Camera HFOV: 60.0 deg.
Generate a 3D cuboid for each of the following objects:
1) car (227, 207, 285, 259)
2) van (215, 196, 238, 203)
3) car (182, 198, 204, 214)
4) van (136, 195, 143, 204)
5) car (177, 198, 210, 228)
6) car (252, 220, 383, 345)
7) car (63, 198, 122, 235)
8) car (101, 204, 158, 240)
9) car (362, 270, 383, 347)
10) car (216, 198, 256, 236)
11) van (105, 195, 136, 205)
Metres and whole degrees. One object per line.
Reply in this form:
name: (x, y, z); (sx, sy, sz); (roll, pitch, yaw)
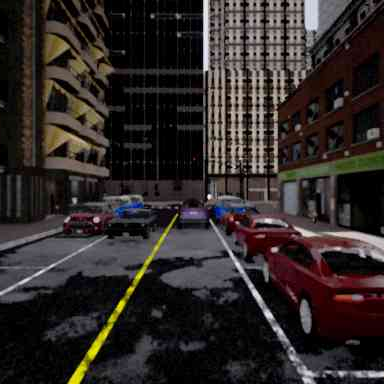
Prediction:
car: (2.567, 1.470, 12.046); (1.887, 1.381, 4.507); (0, 0, 0)
van: (2.566, 1.204, 23.425); (1.690, 1.788, 3.998); (0, 0, 0)
car: (0.098, 1.354, 34.350); (2.033, 1.411, 5.357); (0, 0, 0)
van: (-5.315, 1.174, 29.108); (1.690, 1.788, 3.998); (0, 0, 0)
car: (0.095, 1.301, 21.251); (2.033, 1.649, 4.856); (0, -1, 0)
car: (2.568, 1.504, 6.356); (1.887, 1.381, 4.507); (0, 0, 0)
car: (-5.313, 1.334, 17.729); (1.967, 1.590, 4.097); (0, 0, 0)
car: (-2.848, 1.501, 16.574); (1.895, 1.301, 4.718); (0, 0, 0)
car: (2.570, 1.519, 0.839); (1.752, 1.417, 4.829); (0, 0, 0)
car: (2.567, 1.334, 17.735); (1.967, 1.590, 4.097); (0, 0, 0)
van: (-5.314, 1.204, 23.418); (1.690, 1.788, 3.998); (0, 0, 0)
